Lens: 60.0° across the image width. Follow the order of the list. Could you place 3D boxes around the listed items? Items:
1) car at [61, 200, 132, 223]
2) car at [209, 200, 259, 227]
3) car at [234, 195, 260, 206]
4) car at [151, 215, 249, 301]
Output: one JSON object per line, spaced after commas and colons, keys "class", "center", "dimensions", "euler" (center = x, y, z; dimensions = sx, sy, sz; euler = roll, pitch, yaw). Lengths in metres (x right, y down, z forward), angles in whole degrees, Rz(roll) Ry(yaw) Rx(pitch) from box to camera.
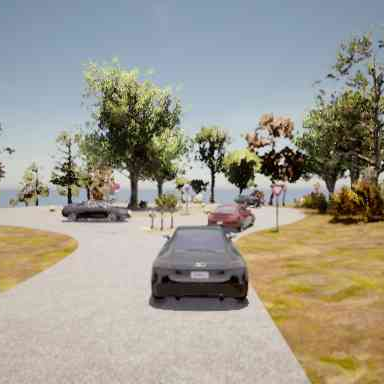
{"class": "car", "center": [-6.744, 1.337, 23.579], "dimensions": [4.902, 1.511, 2.128], "euler": [0, 0, 7]}
{"class": "car", "center": [2.323, 1.400, 19.142], "dimensions": [1.812, 1.442, 4.674], "euler": [0, 0, 23]}
{"class": "car", "center": [7.035, 1.221, 43.500], "dimensions": [1.837, 1.490, 4.892], "euler": [2, 0, -22]}
{"class": "car", "center": [0.187, 1.509, 8.239], "dimensions": [1.994, 1.385, 4.181], "euler": [0, 0, 1]}
